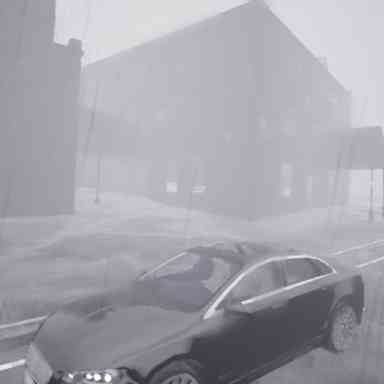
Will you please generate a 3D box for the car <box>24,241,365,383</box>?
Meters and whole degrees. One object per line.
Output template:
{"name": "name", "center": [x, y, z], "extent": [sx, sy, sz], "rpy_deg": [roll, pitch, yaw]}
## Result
{"name": "car", "center": [0.476, 1.501, 4.510], "extent": [4.902, 1.511, 2.128], "rpy_deg": [0, 0, -37]}
